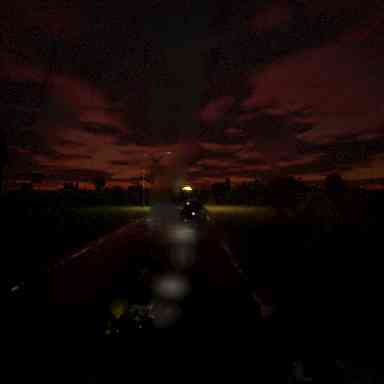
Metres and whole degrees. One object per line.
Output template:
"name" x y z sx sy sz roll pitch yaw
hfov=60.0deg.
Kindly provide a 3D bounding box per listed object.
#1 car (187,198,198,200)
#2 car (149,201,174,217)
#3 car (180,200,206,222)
"car" 0.089 1.485 42.925 1.812 1.442 4.674 0 0 0
"car" -2.745 1.531 30.665 1.812 1.442 4.674 0 0 0
"car" 0.104 1.547 26.217 1.994 1.385 4.181 0 0 0
